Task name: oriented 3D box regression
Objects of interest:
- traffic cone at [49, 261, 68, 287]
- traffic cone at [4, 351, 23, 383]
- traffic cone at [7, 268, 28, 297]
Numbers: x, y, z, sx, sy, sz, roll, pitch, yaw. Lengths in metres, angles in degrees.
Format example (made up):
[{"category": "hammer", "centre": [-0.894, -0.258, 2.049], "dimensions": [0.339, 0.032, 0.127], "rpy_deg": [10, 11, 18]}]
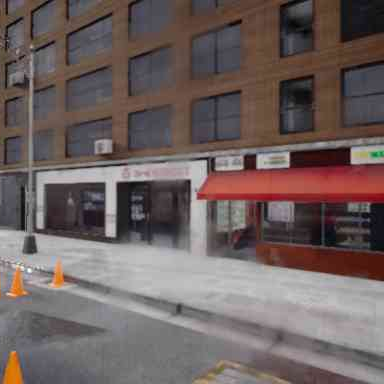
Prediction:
[{"category": "traffic cone", "centre": [-3.324, 2.010, 8.288], "dimensions": [0.340, 0.580, 0.340], "rpy_deg": [0, -1, 36]}, {"category": "traffic cone", "centre": [-1.882, 1.978, 3.500], "dimensions": [0.340, 0.580, 0.340], "rpy_deg": [0, -1, 36]}, {"category": "traffic cone", "centre": [-3.918, 2.001, 7.482], "dimensions": [0.340, 0.580, 0.340], "rpy_deg": [0, -1, 36]}]
